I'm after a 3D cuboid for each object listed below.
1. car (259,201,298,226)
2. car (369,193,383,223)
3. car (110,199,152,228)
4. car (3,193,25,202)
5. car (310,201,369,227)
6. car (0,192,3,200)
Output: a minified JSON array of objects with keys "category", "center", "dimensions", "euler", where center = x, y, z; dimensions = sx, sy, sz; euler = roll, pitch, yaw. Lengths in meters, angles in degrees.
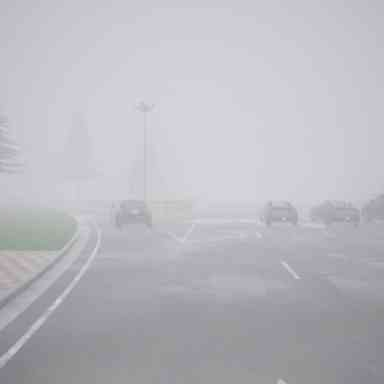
[{"category":"car","center":[5.485,1.312,21.517],"dimensions":[2.128,1.511,4.902],"euler":[0,0,4]},{"category":"car","center":[12.405,1.029,20.177],"dimensions":[2.150,2.045,5.566],"euler":[0,0,4]},{"category":"car","center":[-3.988,1.208,21.130],"dimensions":[2.097,1.767,4.553],"euler":[0,0,-19]},{"category":"car","center":[-33.835,1.174,63.835],"dimensions":[5.357,1.411,2.033],"euler":[0,1,45]},{"category":"car","center":[8.976,1.303,21.263],"dimensions":[2.128,1.511,4.902],"euler":[0,0,4]},{"category":"car","center":[-41.195,0.892,71.081],"dimensions":[4.553,1.767,2.097],"euler":[0,1,45]}]
